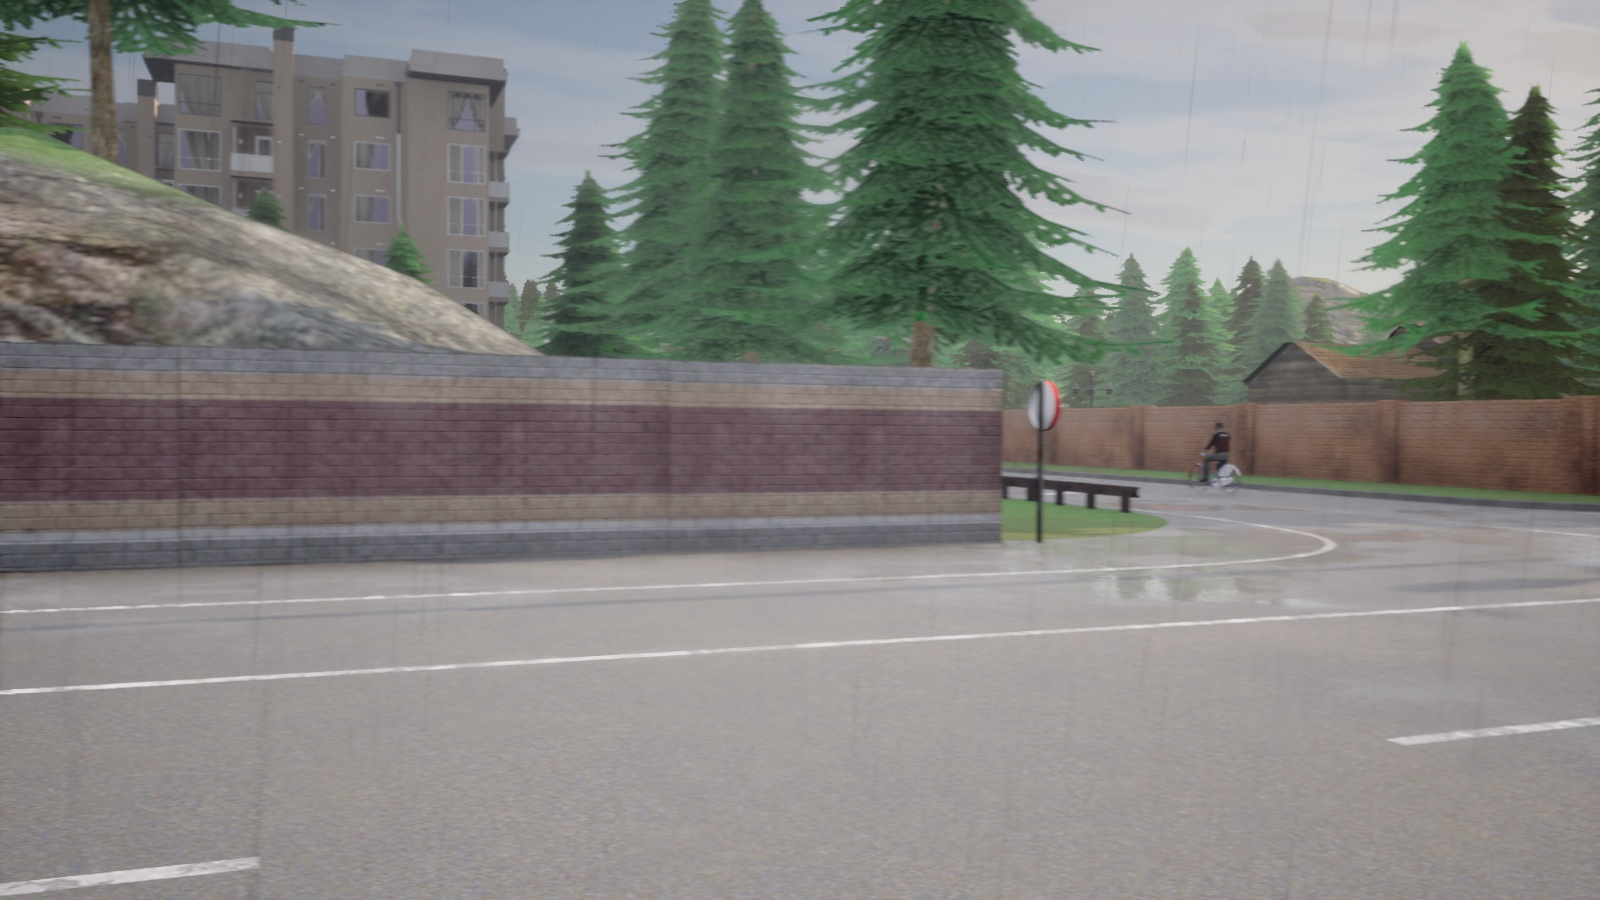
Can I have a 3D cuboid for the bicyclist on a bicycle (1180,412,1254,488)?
[{"bbox_3d":[10.023,-0.020,30.244,0.659,1.776,1.843,-1,1,-20],"label":"bicyclist on a bicycle"}]
